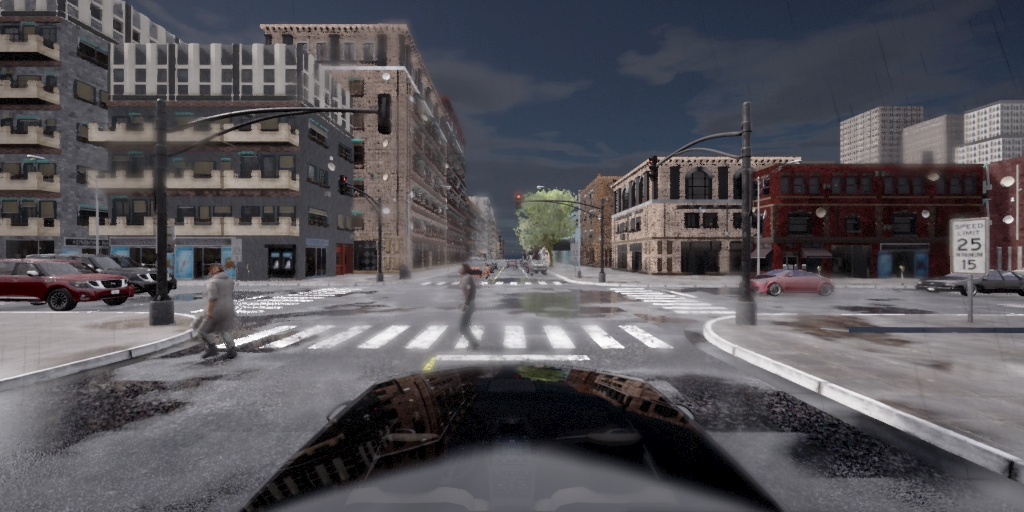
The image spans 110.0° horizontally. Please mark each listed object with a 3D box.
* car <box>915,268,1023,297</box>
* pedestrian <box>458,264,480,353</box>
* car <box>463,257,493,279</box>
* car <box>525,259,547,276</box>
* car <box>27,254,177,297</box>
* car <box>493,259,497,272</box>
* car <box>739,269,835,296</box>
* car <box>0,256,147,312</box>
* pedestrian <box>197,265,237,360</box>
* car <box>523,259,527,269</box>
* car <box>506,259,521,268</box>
[{"bbox_3d":[25.381,1.418,19.407,5.357,1.411,2.033,0,0,0],"label":"car"},{"bbox_3d":[-0.922,1.044,7.496,0.375,1.860,0.375,0,0,0],"label":"pedestrian"},{"bbox_3d":[-3.093,1.123,32.308,2.097,1.767,4.553,0,0,0],"label":"car"},{"bbox_3d":[2.693,1.330,37.038,2.007,1.370,4.403,0,0,0],"label":"car"},{"bbox_3d":[-18.309,0.917,15.901,5.566,2.045,2.150,0,0,0],"label":"car"},{"bbox_3d":[-3.092,1.294,42.875,1.837,1.490,4.892,0,0,0],"label":"car"},{"bbox_3d":[14.720,1.387,19.335,4.181,1.385,1.994,0,0,0],"label":"car"},{"bbox_3d":[-17.276,1.013,13.321,5.009,1.841,2.192,0,0,0],"label":"car"},{"bbox_3d":[-5.658,1.044,6.895,0.375,1.860,0.375,0,0,0],"label":"pedestrian"},{"bbox_3d":[2.694,1.228,42.735,1.967,1.591,4.097,0,0,0],"label":"car"},{"bbox_3d":[0.005,1.319,63.395,2.128,1.511,4.902,0,0,0],"label":"car"}]
